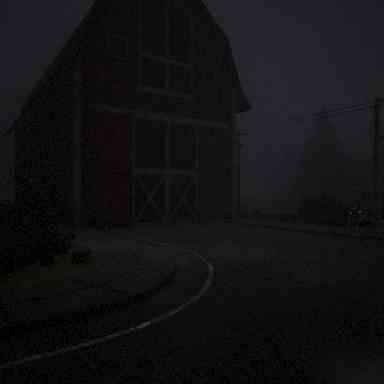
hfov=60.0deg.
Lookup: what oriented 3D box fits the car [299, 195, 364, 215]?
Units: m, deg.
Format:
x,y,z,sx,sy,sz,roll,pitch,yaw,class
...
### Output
x,y,z,sx,sy,sz,roll,pitch,yaw,class
12.051,1.248,29.232,2.150,2.045,5.566,0,0,-34,car
